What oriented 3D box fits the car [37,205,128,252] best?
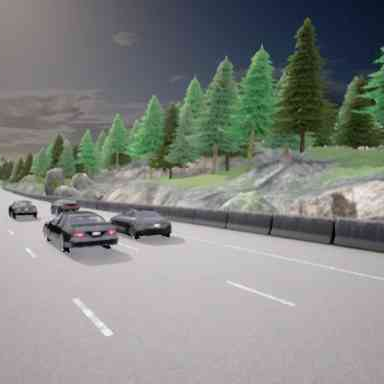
[{"bbox_3d":[-4.761,1.505,13.777,2.033,1.411,5.357,0,0,-34],"label":"car"}]

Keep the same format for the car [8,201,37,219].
[{"bbox_3d":[-14.537,1.453,28.515,2.033,1.411,5.357,0,0,-34],"label":"car"}]

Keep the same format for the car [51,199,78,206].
[{"bbox_3d":[-11.682,1.410,30.545,1.837,1.490,4.892,0,0,-34],"label":"car"}]

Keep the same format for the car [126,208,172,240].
[{"bbox_3d":[-2.734,1.517,17.054,1.994,1.385,4.181,0,0,-34],"label":"car"}]
